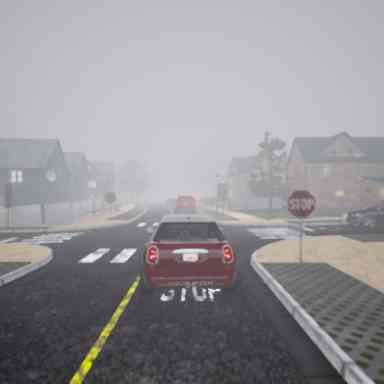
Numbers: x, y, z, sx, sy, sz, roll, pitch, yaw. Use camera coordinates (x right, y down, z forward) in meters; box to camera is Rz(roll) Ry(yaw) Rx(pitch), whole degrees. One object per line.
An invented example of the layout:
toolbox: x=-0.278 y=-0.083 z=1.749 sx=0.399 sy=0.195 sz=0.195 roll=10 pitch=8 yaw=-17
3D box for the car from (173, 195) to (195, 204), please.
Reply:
car: x=-0.793 y=1.408 z=37.630 sx=2.150 sy=2.045 sz=5.566 roll=0 pitch=0 yaw=-4

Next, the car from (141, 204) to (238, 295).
car: x=-0.179 y=1.371 z=8.991 sx=2.097 sy=1.767 sz=4.553 roll=0 pitch=0 yaw=-4

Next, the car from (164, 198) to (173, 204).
car: x=-4.164 y=1.885 z=63.649 sx=1.882 sy=1.535 sz=5.008 roll=0 pitch=0 yaw=-10

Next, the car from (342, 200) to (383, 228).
car: x=11.270 y=1.235 z=19.262 sx=4.902 sy=1.511 sz=2.128 roll=-1 pitch=-1 yaw=0
